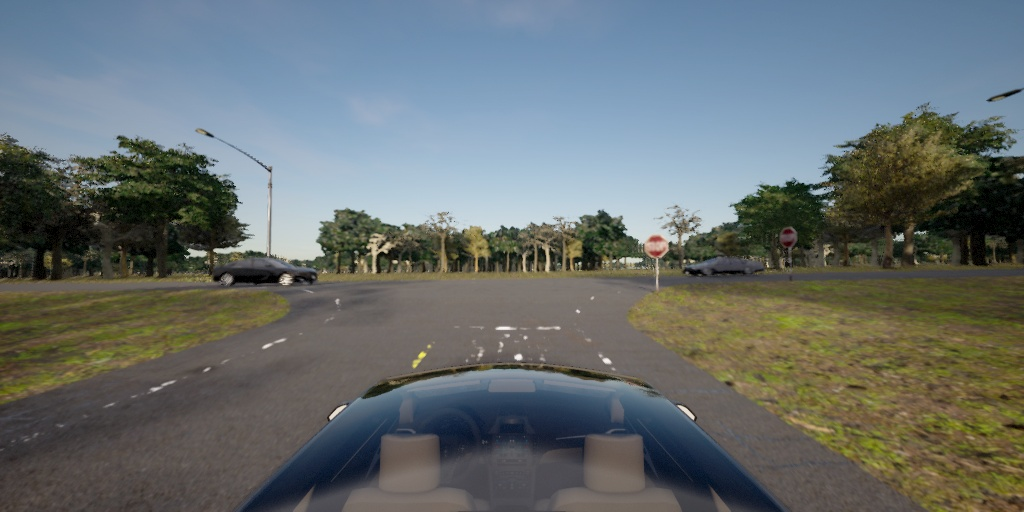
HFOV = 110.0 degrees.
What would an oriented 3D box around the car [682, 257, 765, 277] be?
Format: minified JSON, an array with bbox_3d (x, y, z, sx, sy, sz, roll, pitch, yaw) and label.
[{"bbox_3d":[15.579,0.801,26.533,5.357,1.411,2.033,-1,-2,-1],"label":"car"}]

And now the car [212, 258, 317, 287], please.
[{"bbox_3d":[-13.143,0.865,19.267,5.008,1.535,1.882,0,-2,1],"label":"car"}]
